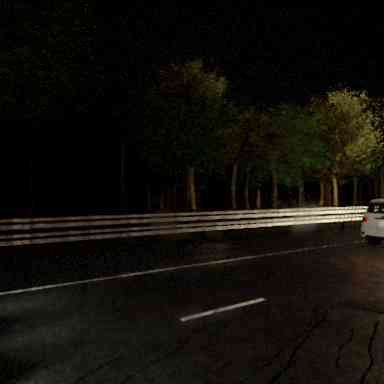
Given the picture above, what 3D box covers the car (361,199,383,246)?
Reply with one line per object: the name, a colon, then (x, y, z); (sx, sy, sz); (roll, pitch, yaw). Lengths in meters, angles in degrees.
car: (9.688, 1.308, 14.493); (5.566, 2.045, 2.150); (0, 0, -33)
